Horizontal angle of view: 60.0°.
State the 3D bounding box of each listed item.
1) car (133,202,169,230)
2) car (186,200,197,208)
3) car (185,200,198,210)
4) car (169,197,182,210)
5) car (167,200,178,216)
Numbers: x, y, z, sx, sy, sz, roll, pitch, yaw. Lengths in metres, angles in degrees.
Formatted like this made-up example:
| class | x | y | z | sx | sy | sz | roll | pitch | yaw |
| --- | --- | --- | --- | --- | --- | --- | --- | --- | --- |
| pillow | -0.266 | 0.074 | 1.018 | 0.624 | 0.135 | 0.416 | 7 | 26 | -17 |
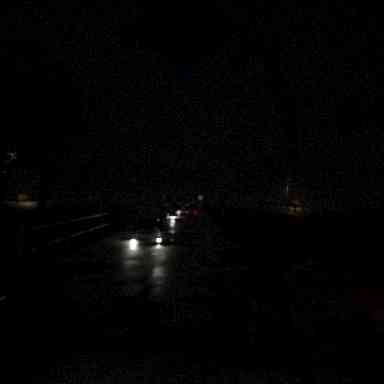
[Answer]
| class | x | y | z | sx | sy | sz | roll | pitch | yaw |
| --- | --- | --- | --- | --- | --- | --- | --- | --- | --- |
| car | -2.854 | 1.731 | 23.122 | 1.882 | 1.535 | 5.008 | 0 | 0 | -1 |
| car | -0.095 | 2.285 | 63.392 | 2.128 | 1.511 | 4.902 | 0 | -1 | 0 |
| car | -0.079 | 2.172 | 53.108 | 1.812 | 1.442 | 4.674 | 0 | -1 | 0 |
| car | -2.867 | 1.887 | 54.407 | 2.150 | 2.045 | 5.566 | 0 | -1 | 1 |
| car | -2.900 | 1.971 | 38.418 | 1.812 | 1.442 | 4.674 | 0 | -1 | 0 |
